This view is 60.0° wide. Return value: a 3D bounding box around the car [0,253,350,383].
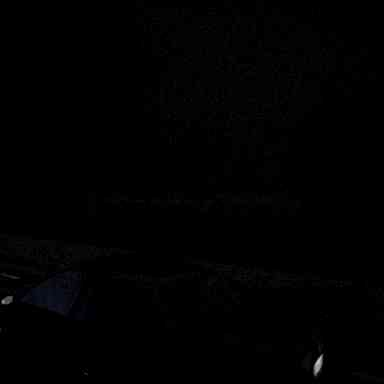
[{"bbox_3d":[-0.946,1.569,4.362,5.357,1.411,2.033,0,0,36],"label":"car"}]
